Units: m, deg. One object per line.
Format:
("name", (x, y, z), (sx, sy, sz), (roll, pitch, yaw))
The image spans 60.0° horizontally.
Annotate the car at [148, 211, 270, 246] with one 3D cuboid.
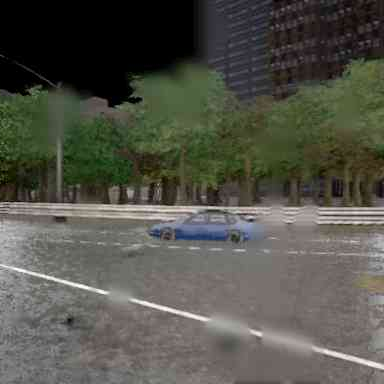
("car", (0.780, 1.570, 15.085), (5.357, 1.411, 2.033), (0, 0, 16))
